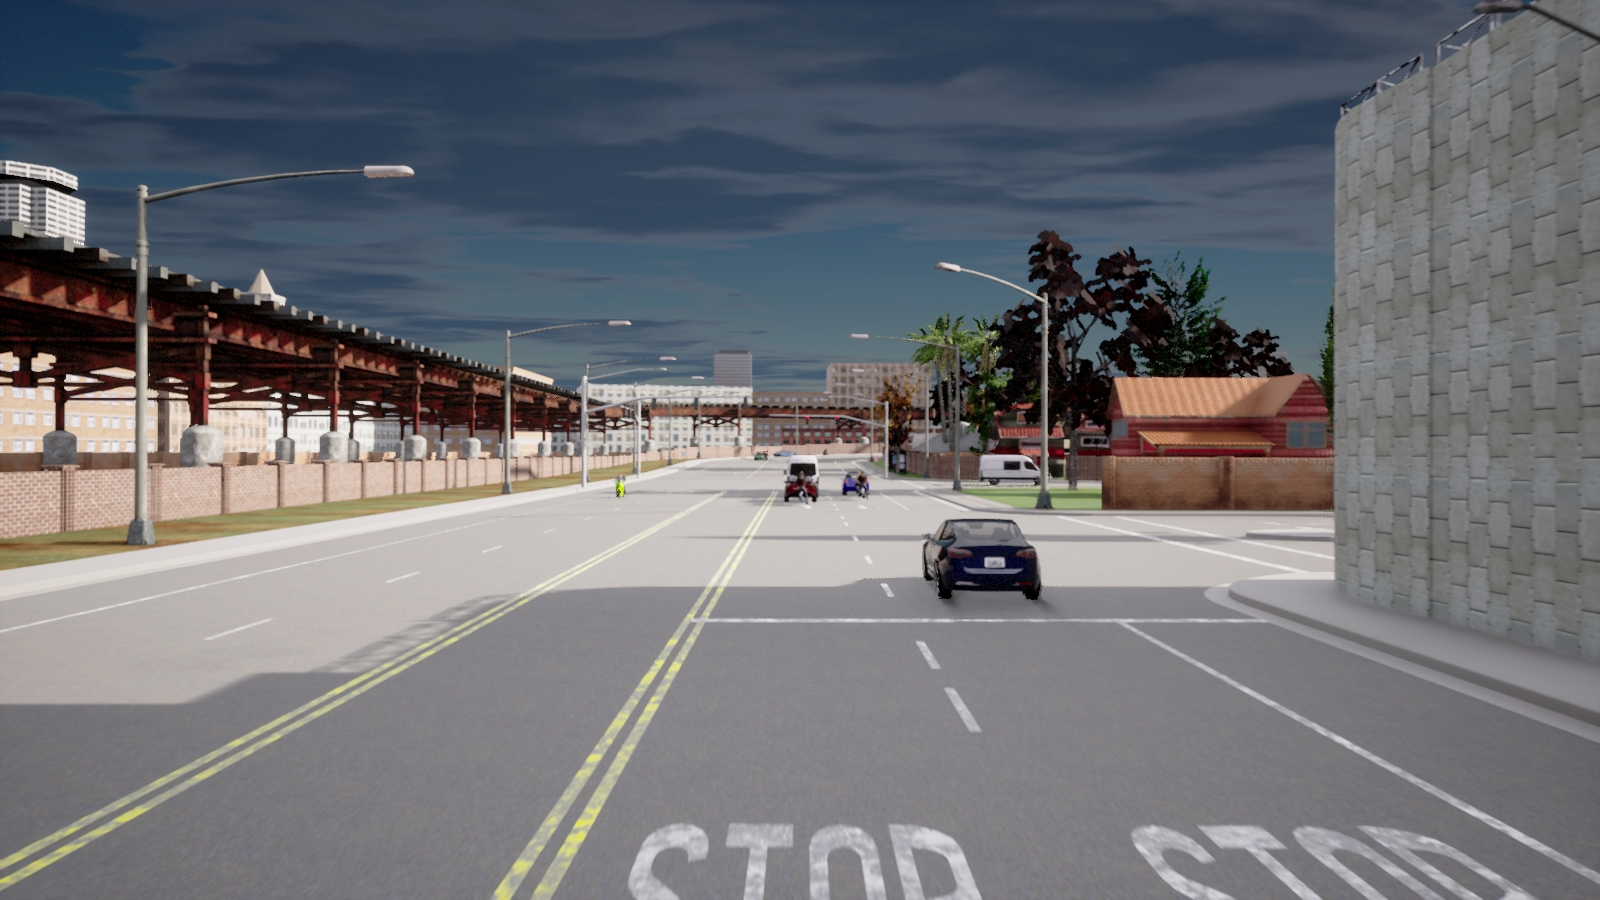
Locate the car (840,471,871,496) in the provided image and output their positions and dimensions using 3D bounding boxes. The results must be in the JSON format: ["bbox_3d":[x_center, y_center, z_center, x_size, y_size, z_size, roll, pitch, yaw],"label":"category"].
[{"bbox_3d":[3.549,2.142,73.483,1.845,1.501,3.633,0,0,0],"label":"car"}]

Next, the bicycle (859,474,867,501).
[{"bbox_3d":[3.583,2.142,65.259,0.329,1.496,1.835,0,0,0],"label":"bicycle"}]

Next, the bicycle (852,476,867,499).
[{"bbox_3d":[3.576,2.244,68.888,0.859,1.301,1.487,0,0,0],"label":"bicycle"}]

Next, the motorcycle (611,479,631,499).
[{"bbox_3d":[-10.423,2.263,66.550,0.803,1.145,2.033,0,0,0],"label":"motorcycle"}]

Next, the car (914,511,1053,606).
[{"bbox_3d":[3.589,2.105,23.242,2.163,1.488,4.792,0,0,1],"label":"car"}]

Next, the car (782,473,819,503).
[{"bbox_3d":[0.035,2.121,64.185,2.007,1.525,4.514,0,0,0],"label":"car"}]

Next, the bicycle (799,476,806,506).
[{"bbox_3d":[0.118,2.120,58.979,0.329,1.496,1.835,0,0,0],"label":"bicycle"}]

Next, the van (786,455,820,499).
[{"bbox_3d":[0.150,1.624,71.166,1.988,2.561,5.915,0,0,-1],"label":"van"}]
